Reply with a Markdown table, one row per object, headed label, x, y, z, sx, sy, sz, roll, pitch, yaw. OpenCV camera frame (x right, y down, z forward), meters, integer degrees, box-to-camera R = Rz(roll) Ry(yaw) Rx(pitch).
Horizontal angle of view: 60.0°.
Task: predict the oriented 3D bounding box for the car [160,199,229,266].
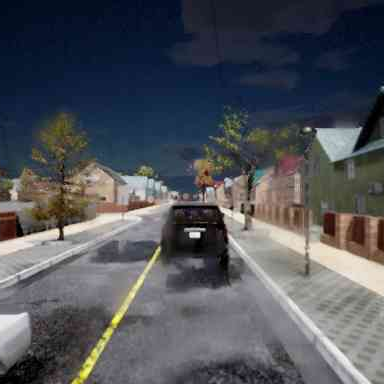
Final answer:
| label | x | y | z | sx | sy | sz | roll | pitch | yaw |
| --- | --- | --- | --- | --- | --- | --- | --- | --- | --- |
| car | 0.088 | 1.386 | 12.312 | 2.150 | 2.045 | 5.566 | 0 | -1 | 0 |

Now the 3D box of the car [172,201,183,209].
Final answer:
| label | x | y | z | sx | sy | sz | roll | pitch | yaw |
| --- | --- | --- | --- | --- | --- | --- | --- | --- | --- |
| car | -2.774 | 2.537 | 65.320 | 1.994 | 1.385 | 4.181 | 0 | -1 | 1 |

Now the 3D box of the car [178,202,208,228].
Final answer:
| label | x | y | z | sx | sy | sz | roll | pitch | yaw |
| --- | --- | --- | --- | --- | --- | --- | --- | --- | --- |
| car | 0.084 | 1.710 | 25.913 | 2.097 | 1.767 | 4.553 | 0 | -1 | 0 |

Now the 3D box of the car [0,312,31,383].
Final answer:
| label | x | y | z | sx | sy | sz | roll | pitch | yaw |
| --- | --- | --- | --- | --- | --- | --- | --- | --- | --- |
| car | -2.850 | 1.626 | 1.739 | 1.895 | 1.301 | 4.718 | 0 | -1 | 0 |

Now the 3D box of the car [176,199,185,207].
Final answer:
| label | x | y | z | sx | sy | sz | roll | pitch | yaw |
| --- | --- | --- | --- | --- | --- | --- | --- | --- | --- |
| car | -2.753 | 2.593 | 80.697 | 2.097 | 1.767 | 4.553 | 0 | -1 | 0 |
